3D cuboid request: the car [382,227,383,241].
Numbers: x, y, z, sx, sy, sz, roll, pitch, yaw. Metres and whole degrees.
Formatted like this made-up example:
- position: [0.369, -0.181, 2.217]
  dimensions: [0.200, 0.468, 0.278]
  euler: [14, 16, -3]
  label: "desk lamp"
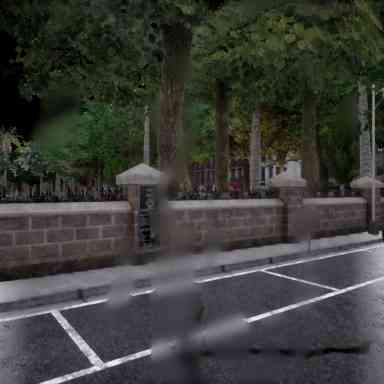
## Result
- position: [9.786, 1.310, 13.538]
  dimensions: [5.009, 1.841, 2.192]
  euler: [0, 0, -36]
  label: "car"
